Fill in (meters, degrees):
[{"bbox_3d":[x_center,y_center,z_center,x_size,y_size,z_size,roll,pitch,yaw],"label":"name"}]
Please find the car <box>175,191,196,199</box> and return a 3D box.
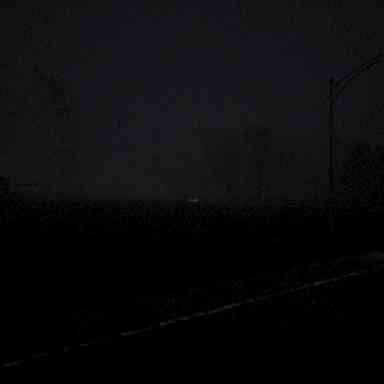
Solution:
[{"bbox_3d":[-1.378,0.549,68.582,2.033,1.411,5.357,-1,1,-36],"label":"car"}]
